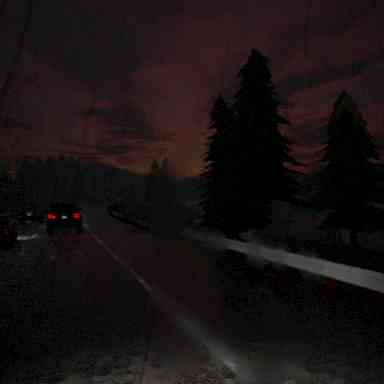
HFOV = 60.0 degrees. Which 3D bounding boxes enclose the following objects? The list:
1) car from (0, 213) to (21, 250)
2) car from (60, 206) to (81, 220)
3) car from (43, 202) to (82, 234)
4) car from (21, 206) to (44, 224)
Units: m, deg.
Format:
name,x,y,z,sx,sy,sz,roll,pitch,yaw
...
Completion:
name,x,y,z,sx,sy,sz,roll,pitch,yaw
car,-10.091,2.045,16.769,1.837,1.490,4.892,-2,0,-22
car,-14.728,2.471,40.435,2.033,1.411,5.357,-2,-1,-17
car,-9.036,1.777,23.682,2.150,2.045,5.566,-2,-1,-20
car,-16.474,2.294,34.423,2.097,1.767,4.553,-2,-1,-18
